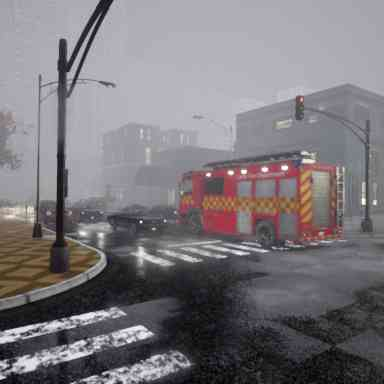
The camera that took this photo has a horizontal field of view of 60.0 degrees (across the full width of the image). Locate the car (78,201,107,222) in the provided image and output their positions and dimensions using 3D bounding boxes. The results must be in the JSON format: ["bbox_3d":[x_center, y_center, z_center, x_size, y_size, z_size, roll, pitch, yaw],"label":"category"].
[{"bbox_3d":[-8.990,1.702,27.669,1.895,1.301,4.718,1,-1,-35],"label":"car"}]

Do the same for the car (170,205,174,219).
[{"bbox_3d":[0.597,1.700,24.230,2.008,1.369,4.403,1,-1,-35],"label":"car"}]

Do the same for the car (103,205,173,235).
[{"bbox_3d":[-3.270,1.655,19.424,1.895,1.301,4.718,1,-1,-35],"label":"car"}]

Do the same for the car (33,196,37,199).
[{"bbox_3d":[-31.822,1.944,70.712,1.752,1.417,4.829,1,-1,-35],"label":"car"}]

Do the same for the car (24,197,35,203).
[{"bbox_3d":[-41.222,2.051,84.253,2.008,1.369,4.403,1,-1,-35],"label":"car"}]

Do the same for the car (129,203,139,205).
[{"bbox_3d":[-5.654,1.783,33.235,1.802,1.307,4.206,1,-1,-35],"label":"car"}]

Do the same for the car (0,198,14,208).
[{"bbox_3d":[-29.016,1.738,51.973,1.752,1.417,4.829,1,-1,-35],"label":"car"}]

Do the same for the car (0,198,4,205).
[{"bbox_3d":[-38.608,1.860,65.793,1.947,1.339,4.313,1,-1,-35],"label":"car"}]

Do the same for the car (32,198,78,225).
[{"bbox_3d":[-10.228,1.492,24.680,1.967,1.590,4.097,1,-1,-35],"label":"car"}]

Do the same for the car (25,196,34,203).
[{"bbox_3d":[-38.055,1.788,79.695,2.192,1.841,5.009,1,-1,-35],"label":"car"}]

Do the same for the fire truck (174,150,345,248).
[{"bbox_3d":[2.721,0.386,16.262,2.891,3.827,8.468,1,-1,-35],"label":"fire truck"}]

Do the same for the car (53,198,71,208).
[{"bbox_3d":[-22.230,1.778,56.893,1.967,1.590,4.097,1,-1,-35],"label":"car"}]

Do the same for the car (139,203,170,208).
[{"bbox_3d":[-2.528,1.741,28.734,1.947,1.339,4.313,1,-1,-35],"label":"car"}]

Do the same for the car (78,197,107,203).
[{"bbox_3d":[-12.665,1.573,43.263,2.192,1.841,5.009,1,-1,-35],"label":"car"}]
